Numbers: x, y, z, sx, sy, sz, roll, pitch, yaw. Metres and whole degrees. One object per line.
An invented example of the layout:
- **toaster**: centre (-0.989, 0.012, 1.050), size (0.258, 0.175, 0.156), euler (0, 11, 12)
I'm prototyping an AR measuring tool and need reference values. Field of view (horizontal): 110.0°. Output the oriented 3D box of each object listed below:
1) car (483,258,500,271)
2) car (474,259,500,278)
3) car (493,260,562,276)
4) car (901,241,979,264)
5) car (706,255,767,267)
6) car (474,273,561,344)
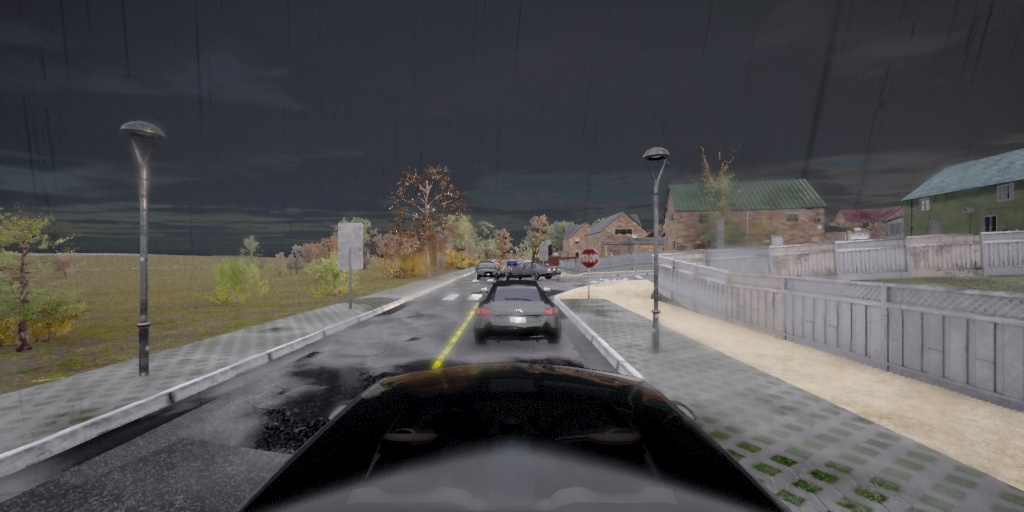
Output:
- **car**: centre (-2.847, 1.121, 51.288), size (2.097, 1.767, 4.553), euler (0, 0, 1)
- **car**: centre (-2.251, 1.258, 31.470), size (1.837, 1.490, 4.892), euler (0, 0, -8)
- **car**: centre (1.337, 1.198, 28.559), size (5.357, 1.411, 2.033), euler (-4, -3, 43)
- **car**: centre (23.888, -0.208, 20.514), size (4.902, 1.511, 2.128), euler (-3, 0, 14)
- **car**: centre (14.387, 0.413, 22.935), size (4.181, 1.385, 1.994), euler (-3, 0, 16)
- **car**: centre (0.102, 1.313, 9.545), size (1.994, 1.385, 4.181), euler (0, 0, -1)
